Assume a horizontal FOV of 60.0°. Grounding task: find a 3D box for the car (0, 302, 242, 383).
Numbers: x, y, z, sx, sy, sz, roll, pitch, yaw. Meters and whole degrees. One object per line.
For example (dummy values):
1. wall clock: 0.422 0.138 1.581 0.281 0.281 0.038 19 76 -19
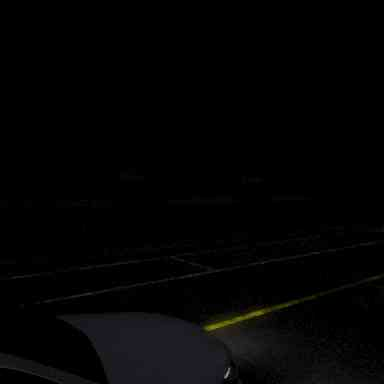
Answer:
1. car: -1.704 1.525 2.218 4.674 1.442 1.812 0 0 -35
